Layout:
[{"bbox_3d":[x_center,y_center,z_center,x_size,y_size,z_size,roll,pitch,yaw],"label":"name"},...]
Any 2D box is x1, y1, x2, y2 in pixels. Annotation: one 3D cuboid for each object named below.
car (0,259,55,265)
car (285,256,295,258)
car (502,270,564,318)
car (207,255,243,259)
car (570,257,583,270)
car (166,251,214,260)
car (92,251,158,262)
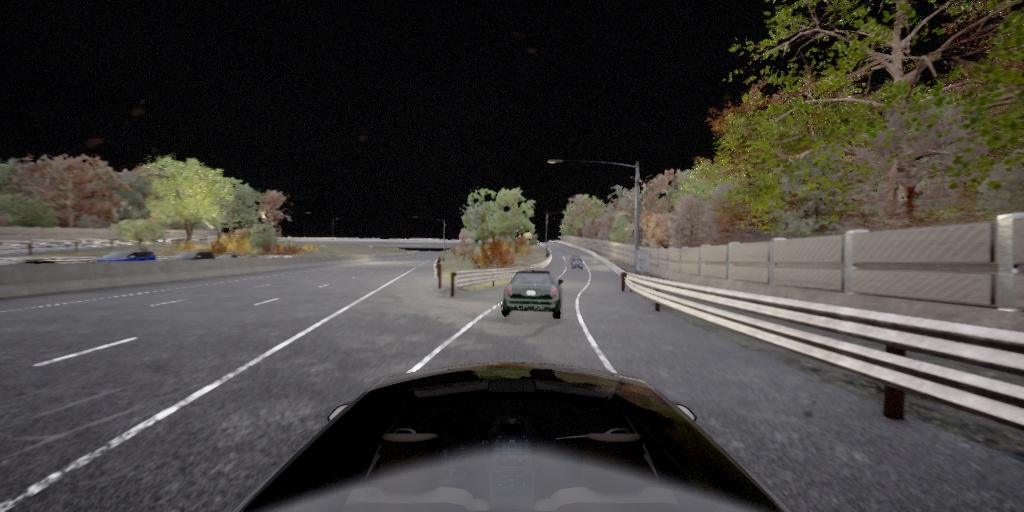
[{"bbox_3d":[-26.915,0.938,19.269,1.837,1.490,4.892,0,0,-11],"label":"car"},{"bbox_3d":[-33.930,0.741,54.699,1.812,1.442,4.674,0,0,-11],"label":"car"},{"bbox_3d":[0.970,1.323,14.446,2.097,1.767,4.553,1,-1,8],"label":"car"},{"bbox_3d":[-30.931,0.870,39.544,1.994,1.385,4.181,0,0,-11],"label":"car"},{"bbox_3d":[10.247,1.403,56.661,1.895,1.301,4.718,1,3,9],"label":"car"},{"bbox_3d":[-34.284,0.514,38.484,2.150,2.045,5.566,0,0,-11],"label":"car"},{"bbox_3d":[-37.064,0.511,34.477,2.150,2.045,5.566,0,0,-11],"label":"car"}]
